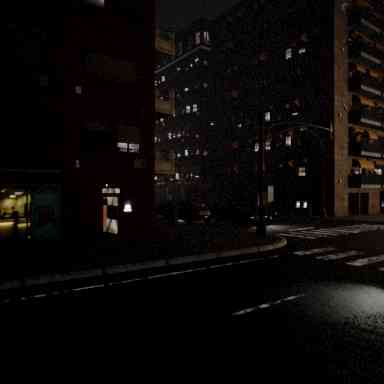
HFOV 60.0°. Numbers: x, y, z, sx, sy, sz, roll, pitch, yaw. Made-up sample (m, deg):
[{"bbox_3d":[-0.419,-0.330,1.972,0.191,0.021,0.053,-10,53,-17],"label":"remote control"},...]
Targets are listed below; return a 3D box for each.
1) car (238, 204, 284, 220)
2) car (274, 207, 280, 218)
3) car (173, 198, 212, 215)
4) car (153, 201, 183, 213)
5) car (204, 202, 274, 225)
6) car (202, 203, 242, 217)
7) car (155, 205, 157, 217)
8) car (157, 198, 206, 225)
[{"bbox_3d":[6.556,1.844,32.146,1.802,1.307,4.206,-1,0,-36],"label":"car"},{"bbox_3d":[5.209,1.845,29.064,1.895,1.301,4.718,0,-1,-34],"label":"car"},{"bbox_3d":[-0.048,1.718,41.116,2.192,1.841,5.009,-1,0,-36],"label":"car"},{"bbox_3d":[-3.343,2.025,45.600,2.008,1.369,4.403,-1,0,-36],"label":"car"},{"bbox_3d":[3.536,1.779,26.338,2.033,1.411,5.357,0,-1,-34],"label":"car"},{"bbox_3d":[3.256,1.899,36.630,1.947,1.339,4.313,-1,0,-36],"label":"car"},{"bbox_3d":[-2.340,1.861,34.266,1.837,1.490,4.892,0,-1,-37],"label":"car"},{"bbox_3d":[-0.434,1.586,27.049,2.192,1.841,5.009,-1,0,-36],"label":"car"}]
